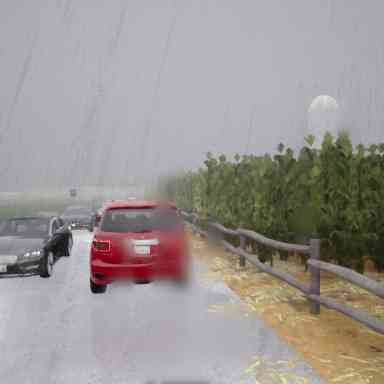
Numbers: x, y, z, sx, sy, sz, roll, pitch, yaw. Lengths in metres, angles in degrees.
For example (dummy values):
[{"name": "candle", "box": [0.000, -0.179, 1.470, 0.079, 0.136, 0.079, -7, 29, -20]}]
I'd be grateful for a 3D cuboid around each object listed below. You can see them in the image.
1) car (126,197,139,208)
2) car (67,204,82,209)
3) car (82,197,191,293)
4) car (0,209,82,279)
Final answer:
[{"name": "car", "box": [-8.938, 1.477, 49.839, 1.882, 1.535, 5.008, 0, 0, -10]}, {"name": "car", "box": [-6.678, 1.505, 19.922, 1.837, 1.490, 4.892, 0, 0, -10]}, {"name": "car", "box": [-1.450, 1.221, 9.107, 2.150, 2.045, 5.566, 0, 0, -10]}, {"name": "car", "box": [-4.868, 1.491, 10.037, 2.128, 1.511, 4.902, 0, 0, -10]}]
